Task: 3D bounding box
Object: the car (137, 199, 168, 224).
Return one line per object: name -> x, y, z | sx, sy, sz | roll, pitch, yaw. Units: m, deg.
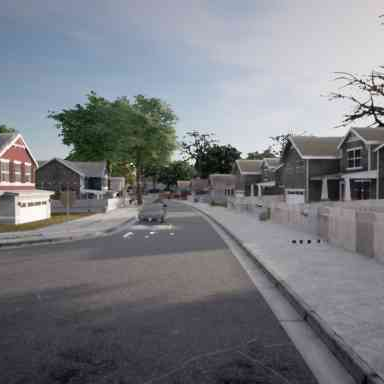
car -> -2.919, 1.577, 24.789 | 1.837, 1.490, 4.892 | 0, 0, -2
